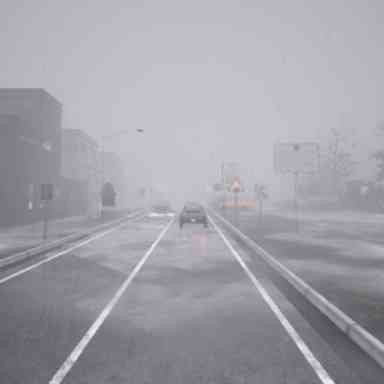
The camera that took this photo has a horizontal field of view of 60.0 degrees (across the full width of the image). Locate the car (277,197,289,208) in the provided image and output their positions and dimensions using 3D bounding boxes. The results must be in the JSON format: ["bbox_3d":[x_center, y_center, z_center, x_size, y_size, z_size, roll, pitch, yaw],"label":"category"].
[{"bbox_3d":[18.391,1.801,58.268,5.566,2.045,2.435,0,-2,-1],"label":"car"}]

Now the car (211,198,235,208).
[{"bbox_3d":[6.083,2.172,65.729,4.553,1.767,2.185,0,-2,-1],"label":"car"}]

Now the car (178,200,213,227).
[{"bbox_3d":[0.084,1.585,23.389,2.128,1.511,4.902,0,0,0],"label":"car"}]

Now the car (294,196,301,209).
[{"bbox_3d":[18.678,1.833,49.888,5.366,1.575,1.946,0,-1,0],"label":"car"}]

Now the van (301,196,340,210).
[{"bbox_3d":[18.400,1.551,47.097,4.442,1.987,1.878,0,-1,0],"label":"van"}]

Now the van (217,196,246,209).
[{"bbox_3d":[6.308,1.696,53.594,4.442,1.987,1.878,0,-2,-1],"label":"van"}]

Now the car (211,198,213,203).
[{"bbox_3d":[6.159,1.845,59.783,5.566,2.045,2.435,0,-2,-1],"label":"car"}]

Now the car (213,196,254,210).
[{"bbox_3d":[6.059,1.781,47.633,5.366,1.575,1.946,0,-1,0],"label":"car"}]

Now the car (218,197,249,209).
[{"bbox_3d":[6.249,1.720,50.554,4.553,1.767,2.185,0,-1,-1],"label":"car"}]

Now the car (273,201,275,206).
[{"bbox_3d":[18.319,1.982,63.727,5.566,2.045,2.435,0,-2,-1],"label":"car"}]

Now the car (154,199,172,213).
[{"bbox_3d":[-3.380,1.640,39.757,1.882,1.535,5.008,0,0,0],"label":"car"}]

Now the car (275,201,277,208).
[{"bbox_3d":[18.377,2.144,61.052,4.892,1.521,2.231,0,-2,-1],"label":"car"}]

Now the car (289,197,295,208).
[{"bbox_3d":[18.655,1.895,52.548,5.366,1.575,1.946,0,-2,-1],"label":"car"}]
